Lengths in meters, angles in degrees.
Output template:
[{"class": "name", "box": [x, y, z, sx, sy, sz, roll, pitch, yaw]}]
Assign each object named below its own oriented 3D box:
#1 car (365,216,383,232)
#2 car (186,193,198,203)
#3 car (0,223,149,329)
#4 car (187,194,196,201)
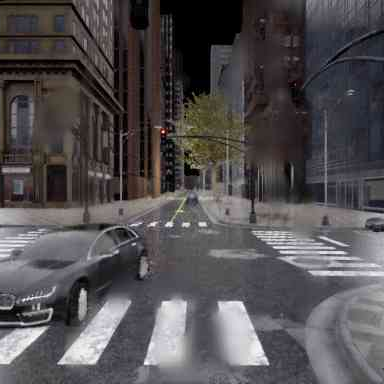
[{"class": "car", "box": [11.907, 1.631, 18.350, 4.403, 1.369, 2.008, 0, 0, 0]}, {"class": "car", "box": [0.014, 1.043, 60.771, 2.097, 1.767, 4.553, 0, 1, 0]}, {"class": "car", "box": [-2.433, 1.504, 7.256, 1.837, 1.490, 4.892, -2, 0, 13]}, {"class": "car", "box": [-0.056, 1.109, 70.734, 1.812, 1.442, 4.674, 0, 1, 0]}]
